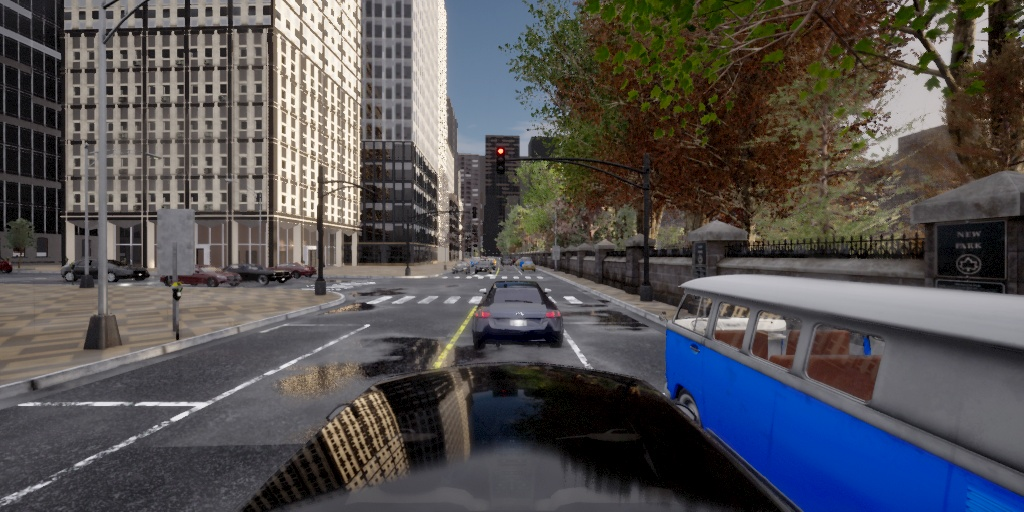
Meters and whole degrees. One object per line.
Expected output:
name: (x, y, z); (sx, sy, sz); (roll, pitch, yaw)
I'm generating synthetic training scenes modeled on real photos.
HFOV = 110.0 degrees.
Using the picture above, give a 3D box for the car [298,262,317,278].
car: (-18.095, 1.127, 29.080); (4.207, 1.307, 1.802); (0, 0, 4)

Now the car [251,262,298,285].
car: (-17.028, 1.174, 23.422); (4.718, 1.301, 1.895); (1, 0, 4)

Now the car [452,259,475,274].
car: (-5.645, 1.288, 40.287); (2.007, 1.370, 4.403); (0, 0, -1)

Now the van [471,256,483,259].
van: (-6.332, 1.064, 62.462); (1.690, 1.789, 3.998); (0, 0, -2)

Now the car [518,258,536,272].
car: (2.114, 1.260, 46.341); (1.751, 1.417, 4.829); (0, 0, -1)

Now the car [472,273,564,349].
car: (0.098, 1.313, 9.202); (1.994, 1.385, 4.181); (0, 0, -1)

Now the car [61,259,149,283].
car: (-27.234, 0.962, 24.071); (4.892, 1.490, 1.837); (1, 0, 3)

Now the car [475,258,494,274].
car: (-3.230, 1.242, 40.862); (1.837, 1.490, 4.892); (0, 0, -3)

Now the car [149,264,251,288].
car: (-18.158, 1.149, 20.967); (4.207, 1.307, 1.802); (0, 0, 4)

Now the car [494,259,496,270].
car: (-3.417, 1.296, 50.841); (1.994, 1.385, 4.181); (0, 0, -2)

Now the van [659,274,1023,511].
van: (2.568, 1.091, 2.622); (1.690, 1.789, 3.998); (0, 0, 0)

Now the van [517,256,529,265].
van: (1.990, 1.072, 51.714); (1.690, 1.789, 3.998); (0, 0, -1)

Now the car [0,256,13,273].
car: (-45.545, 0.675, 30.500); (4.097, 1.591, 1.967); (0, 0, 1)
